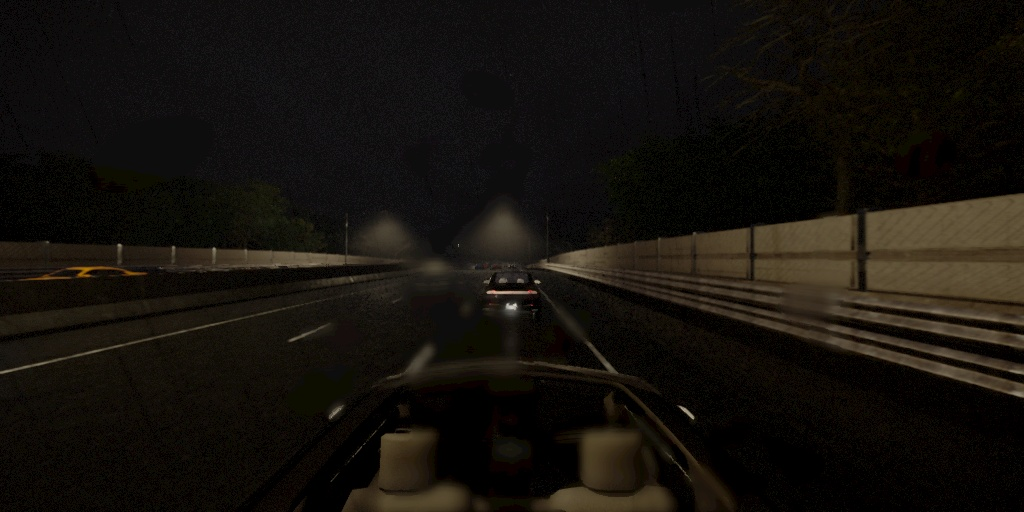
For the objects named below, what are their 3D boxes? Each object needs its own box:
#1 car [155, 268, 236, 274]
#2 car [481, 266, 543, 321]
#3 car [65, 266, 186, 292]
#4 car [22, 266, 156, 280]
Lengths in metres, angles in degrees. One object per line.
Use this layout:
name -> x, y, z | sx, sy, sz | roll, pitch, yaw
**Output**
car -> -17.564, 1.427, 21.088 | 1.895, 1.301, 4.718 | 0, 0, 0
car -> -0.001, 1.271, 12.566 | 2.128, 1.511, 4.902 | 0, 0, 0
car -> -24.549, 1.390, 23.179 | 2.033, 1.411, 5.357 | 0, 0, 1
car -> -21.083, 1.278, 17.630 | 1.882, 1.535, 5.008 | 0, 0, 0
